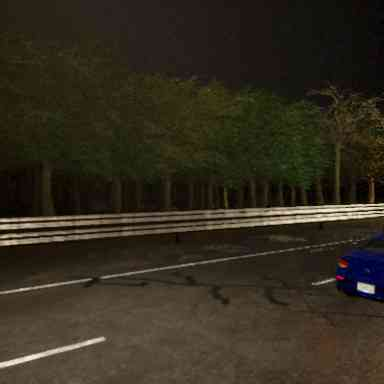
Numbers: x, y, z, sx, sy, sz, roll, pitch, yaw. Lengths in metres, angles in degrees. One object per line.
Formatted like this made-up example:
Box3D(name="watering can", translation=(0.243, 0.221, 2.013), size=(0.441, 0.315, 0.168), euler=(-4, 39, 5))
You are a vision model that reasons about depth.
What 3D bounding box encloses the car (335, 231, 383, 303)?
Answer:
Box3D(name="car", translation=(4.968, 1.524, 7.164), size=(4.674, 1.442, 1.812), euler=(0, 0, -34))
